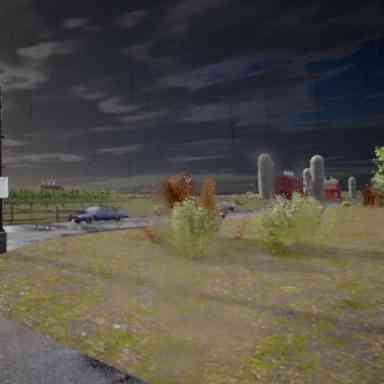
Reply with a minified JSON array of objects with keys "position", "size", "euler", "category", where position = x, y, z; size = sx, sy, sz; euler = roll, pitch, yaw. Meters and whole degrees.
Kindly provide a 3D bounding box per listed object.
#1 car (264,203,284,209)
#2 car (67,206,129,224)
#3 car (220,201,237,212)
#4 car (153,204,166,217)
[{"position":[12.457,2.063,49.847],"size":[2.128,1.511,4.902],"euler":[-1,-1,36],"category":"car"},{"position":[-7.746,1.867,28.042],"size":[2.033,1.411,5.357],"euler":[-1,-1,36],"category":"car"},{"position":[4.331,2.051,44.784],"size":[1.837,1.490,4.892],"euler":[-1,-1,36],"category":"car"},{"position":[-1.765,1.653,36.343],"size":[2.150,2.045,5.566],"euler":[-1,-1,36],"category":"car"}]
